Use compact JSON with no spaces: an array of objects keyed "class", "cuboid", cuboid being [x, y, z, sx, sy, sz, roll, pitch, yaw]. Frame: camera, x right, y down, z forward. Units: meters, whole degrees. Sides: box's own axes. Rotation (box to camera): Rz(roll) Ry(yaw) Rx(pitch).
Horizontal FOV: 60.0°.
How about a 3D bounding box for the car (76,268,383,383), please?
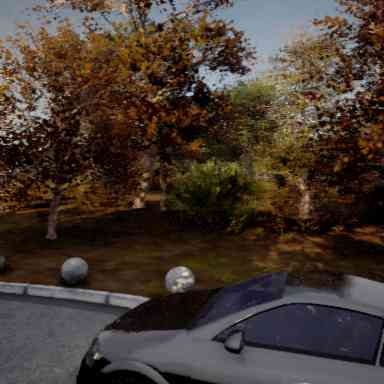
[{"class":"car","cuboid":[1.004,1.513,3.216,4.181,1.385,1.994,0,1,20]}]
